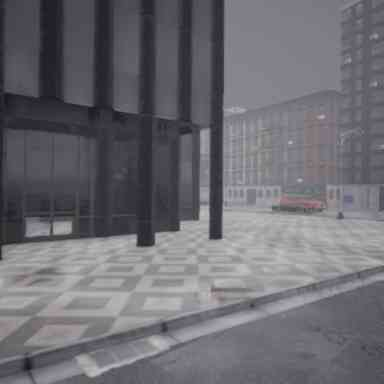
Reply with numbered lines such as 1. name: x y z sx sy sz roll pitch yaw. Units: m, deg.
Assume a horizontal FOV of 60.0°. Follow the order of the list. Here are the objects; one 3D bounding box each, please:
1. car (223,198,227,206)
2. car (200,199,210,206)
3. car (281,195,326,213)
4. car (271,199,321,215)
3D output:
1. car: 4.357 1.634 62.110 2.097 1.767 4.553 1 -1 -35
2. car: 1.945 1.843 59.940 1.895 1.301 4.718 1 -1 -35
3. car: 12.818 1.383 38.948 2.150 2.045 5.566 1 -1 -36
4. car: 10.980 1.721 35.920 1.895 1.301 4.718 1 -1 -36
